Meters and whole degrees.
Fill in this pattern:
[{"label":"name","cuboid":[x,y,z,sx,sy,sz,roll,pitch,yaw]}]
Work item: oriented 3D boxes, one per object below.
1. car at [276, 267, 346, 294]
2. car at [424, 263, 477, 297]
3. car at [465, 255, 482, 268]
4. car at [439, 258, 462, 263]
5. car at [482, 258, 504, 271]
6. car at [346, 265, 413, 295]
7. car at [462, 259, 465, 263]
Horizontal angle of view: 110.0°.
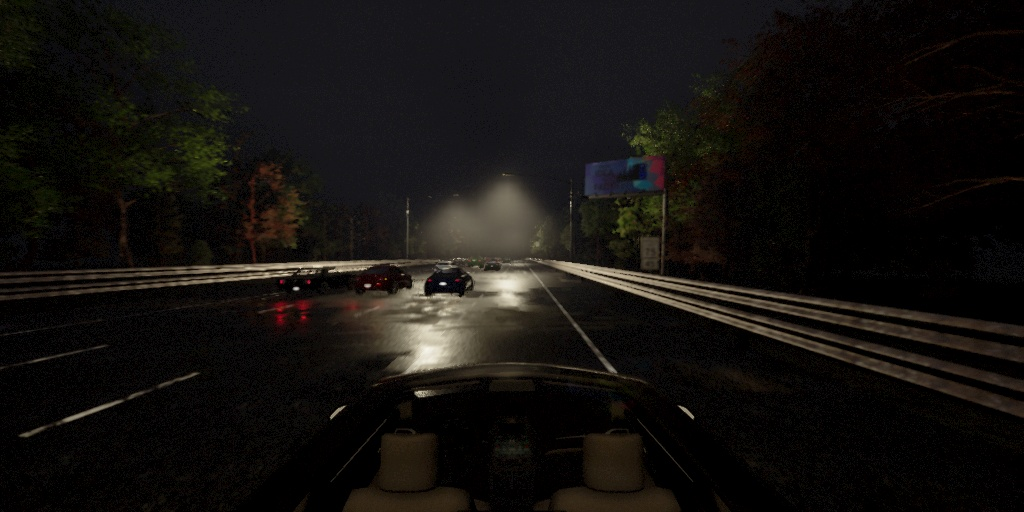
[{"label":"car","cuboid":[-10.213,1.265,19.261,1.895,1.301,4.718,0,0,1]},{"label":"car","cuboid":[-3.224,1.285,18.955,1.994,1.385,4.181,0,0,1]},{"label":"car","cuboid":[-5.843,0.928,58.841,2.150,2.045,5.566,0,0,1]},{"label":"car","cuboid":[-6.374,1.218,34.775,1.812,1.442,4.674,0,0,1]},{"label":"car","cuboid":[-2.565,1.288,48.658,1.994,1.385,4.181,0,0,1]},{"label":"car","cuboid":[-6.715,1.218,19.106,1.812,1.442,4.674,0,0,1]},{"label":"car","cuboid":[-9.253,1.176,62.902,2.128,1.511,4.902,0,0,1]}]
